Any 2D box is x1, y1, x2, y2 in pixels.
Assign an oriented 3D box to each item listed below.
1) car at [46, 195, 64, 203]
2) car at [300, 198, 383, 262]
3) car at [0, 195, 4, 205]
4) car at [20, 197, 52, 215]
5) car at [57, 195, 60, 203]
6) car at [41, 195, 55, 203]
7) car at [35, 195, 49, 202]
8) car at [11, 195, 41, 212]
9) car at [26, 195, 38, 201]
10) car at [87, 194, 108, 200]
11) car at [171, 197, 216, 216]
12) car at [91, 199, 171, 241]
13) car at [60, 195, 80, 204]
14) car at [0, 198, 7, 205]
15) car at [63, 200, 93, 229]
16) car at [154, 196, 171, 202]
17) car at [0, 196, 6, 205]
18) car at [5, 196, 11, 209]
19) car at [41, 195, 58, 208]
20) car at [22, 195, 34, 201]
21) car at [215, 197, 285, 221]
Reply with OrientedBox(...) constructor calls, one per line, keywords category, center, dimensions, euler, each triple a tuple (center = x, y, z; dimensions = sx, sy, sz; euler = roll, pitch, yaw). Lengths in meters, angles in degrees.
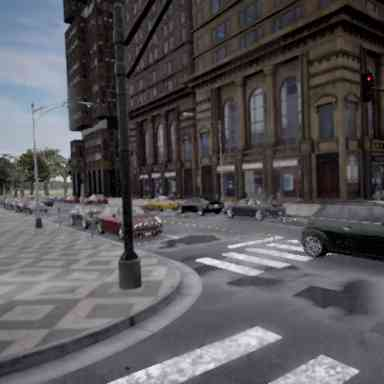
OrientedBox(category="car", center=(-25.851, 1.307, 62.625), dimensions=(2.008, 1.369, 4.403), euler=(-4, 2, -36))
OrientedBox(category="car", center=(5.357, 1.024, 9.151), dimensions=(2.097, 1.767, 4.553), euler=(-3, 1, -36))
OrientedBox(category="car", center=(-39.401, 1.589, 66.904), dimensions=(2.192, 1.841, 5.009), euler=(-4, 2, -36))
OrientedBox(category="car", center=(-16.289, 1.561, 34.644), dimensions=(1.802, 1.307, 4.206), euler=(-4, 2, -36))
OrientedBox(category="car", center=(-22.551, 1.264, 58.016), dimensions=(2.008, 1.369, 4.403), euler=(-4, 2, -36))
OrientedBox(category="car", center=(-29.149, 1.384, 67.235), dimensions=(1.802, 1.307, 4.206), euler=(-4, 2, -36))
OrientedBox(category="car", center=(-32.450, 1.401, 71.844), dimensions=(2.008, 1.369, 4.403), euler=(-4, 2, -36))
OrientedBox(category="car", center=(-19.595, 1.455, 39.248), dimensions=(1.967, 1.590, 4.097), euler=(-4, 2, -36))
OrientedBox(category="car", center=(-39.049, 1.506, 81.064), dimensions=(1.887, 1.381, 4.507), euler=(-4, 2, -36))
OrientedBox(category="car", center=(-12.656, 1.032, 44.183), dimensions=(1.967, 1.590, 4.097), euler=(-4, 2, -36))
OrientedBox(category="car", center=(0.550, 1.039, 25.751), dimensions=(1.947, 1.339, 4.313), euler=(-4, 2, -36))
OrientedBox(category="car", center=(-3.093, 1.316, 16.204), dimensions=(1.967, 1.590, 4.097), euler=(-4, 2, -36))
OrientedBox(category="car", center=(-19.249, 1.254, 53.406), dimensions=(1.802, 1.307, 4.206), euler=(-4, 2, -36))
OrientedBox(category="car", center=(-36.087, 1.806, 62.302), dimensions=(1.802, 1.307, 4.206), euler=(-4, 2, -36))
OrientedBox(category="car", center=(-6.389, 1.447, 20.817), dimensions=(2.008, 1.369, 4.403), euler=(-4, 2, -36))
OrientedBox(category="car", center=(-2.850, 1.024, 30.496), dimensions=(1.752, 1.417, 4.829), euler=(-4, 2, -36))
OrientedBox(category="car", center=(-26.191, 1.645, 48.472), dimensions=(2.008, 1.369, 4.403), euler=(-4, 2, -36))
OrientedBox(category="car", center=(-22.896, 1.493, 43.859), dimensions=(1.967, 1.590, 4.097), euler=(-4, 2, -36))
OrientedBox(category="car", center=(-20.008, 1.368, 44.575), dimensions=(1.882, 1.535, 5.008), euler=(-3, 2, -36))
OrientedBox(category="car", center=(-42.347, 1.586, 85.674), dimensions=(1.947, 1.339, 4.313), euler=(-4, 2, -36))
OrientedBox(category="car", center=(3.851, 1.004, 21.141), dimensions=(2.008, 1.369, 4.403), euler=(-4, 2, -36))
